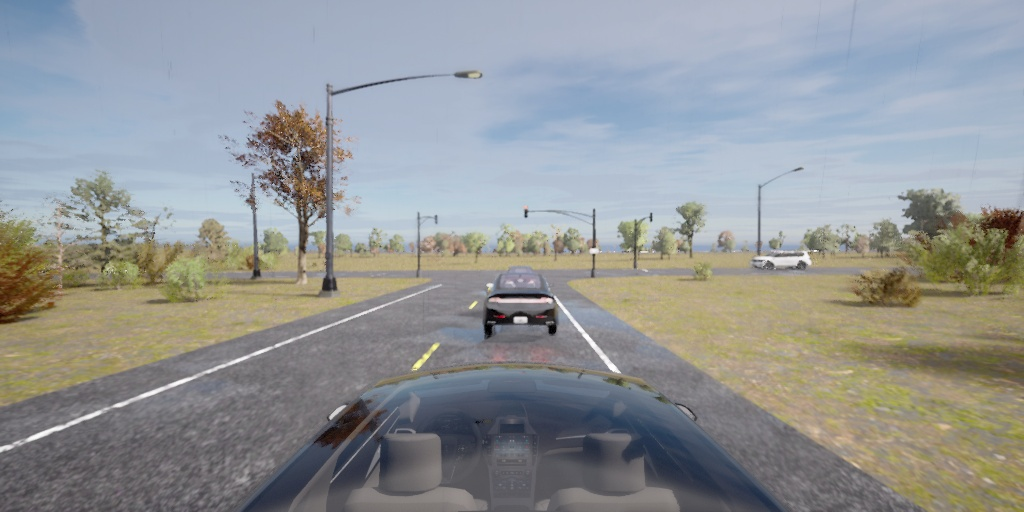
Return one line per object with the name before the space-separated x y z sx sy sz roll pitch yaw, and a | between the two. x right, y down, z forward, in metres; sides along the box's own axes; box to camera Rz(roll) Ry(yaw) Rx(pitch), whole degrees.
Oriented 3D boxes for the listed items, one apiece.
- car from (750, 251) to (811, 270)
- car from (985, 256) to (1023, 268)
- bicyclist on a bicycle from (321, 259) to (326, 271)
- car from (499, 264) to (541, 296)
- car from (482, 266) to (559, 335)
car | 29.549 0.489 39.488 5.566 2.045 2.150 -1 2 5
car | 52.537 0.521 37.356 5.008 1.535 1.882 0 2 5
bicyclist on a bicycle | -25.247 1.245 48.383 0.582 1.620 1.656 -1 0 5
car | 0.485 1.250 20.176 2.033 1.411 5.357 0 0 2
car | 0.239 1.220 10.434 2.128 1.511 4.902 0 0 1
